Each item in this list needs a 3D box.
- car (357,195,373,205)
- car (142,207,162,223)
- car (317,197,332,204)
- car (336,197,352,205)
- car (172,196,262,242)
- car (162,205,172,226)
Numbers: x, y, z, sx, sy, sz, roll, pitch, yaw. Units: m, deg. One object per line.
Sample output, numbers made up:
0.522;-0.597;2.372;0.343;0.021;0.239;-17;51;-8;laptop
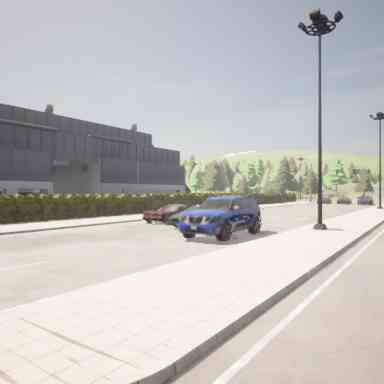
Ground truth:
29.691;1.349;57.016;2.097;1.767;4.553;0;0;35;car
-1.509;1.600;24.571;1.895;1.301;4.718;0;0;35;car
24.722;1.570;62.116;1.994;1.385;4.181;0;0;35;car
27.448;1.564;59.908;1.994;1.385;4.181;0;0;35;car
1.662;1.220;16.895;2.150;2.045;5.566;0;0;35;car
0.697;1.546;21.623;2.033;1.411;5.357;0;0;35;car
